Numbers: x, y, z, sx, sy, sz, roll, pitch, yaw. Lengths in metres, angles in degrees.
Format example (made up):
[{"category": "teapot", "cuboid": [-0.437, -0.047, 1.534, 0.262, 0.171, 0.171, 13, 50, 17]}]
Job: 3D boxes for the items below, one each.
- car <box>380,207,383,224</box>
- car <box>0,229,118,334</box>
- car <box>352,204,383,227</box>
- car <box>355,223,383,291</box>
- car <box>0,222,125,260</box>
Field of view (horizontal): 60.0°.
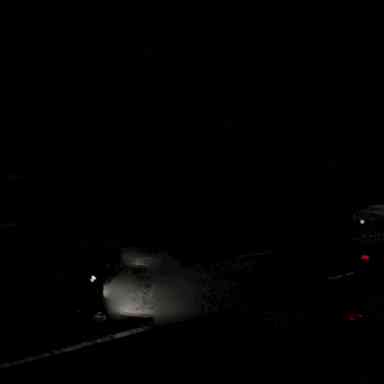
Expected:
[{"category": "car", "cuboid": [11.303, 1.532, 16.109, 4.181, 1.385, 1.994, 0, 0, -35]}, {"category": "car", "cuboid": [-3.637, 1.564, 5.487, 4.181, 1.385, 1.994, 0, 0, -35]}, {"category": "car", "cuboid": [11.844, 1.488, 20.793, 4.674, 1.442, 1.812, 0, 0, -35]}, {"category": "car", "cuboid": [5.722, 1.548, 7.836, 4.181, 1.385, 1.994, 0, 0, -35]}, {"category": "car", "cuboid": [-4.624, 1.546, 9.048, 5.357, 1.411, 2.033, 0, 0, -35]}]
